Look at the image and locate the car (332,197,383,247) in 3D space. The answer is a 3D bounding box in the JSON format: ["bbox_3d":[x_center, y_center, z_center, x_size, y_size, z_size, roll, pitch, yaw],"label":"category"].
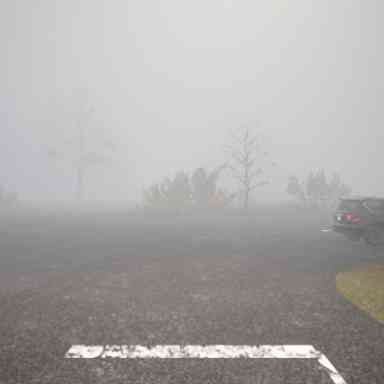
[{"bbox_3d":[9.214,1.280,14.898,5.566,2.045,2.150,0,0,-2],"label":"car"}]
